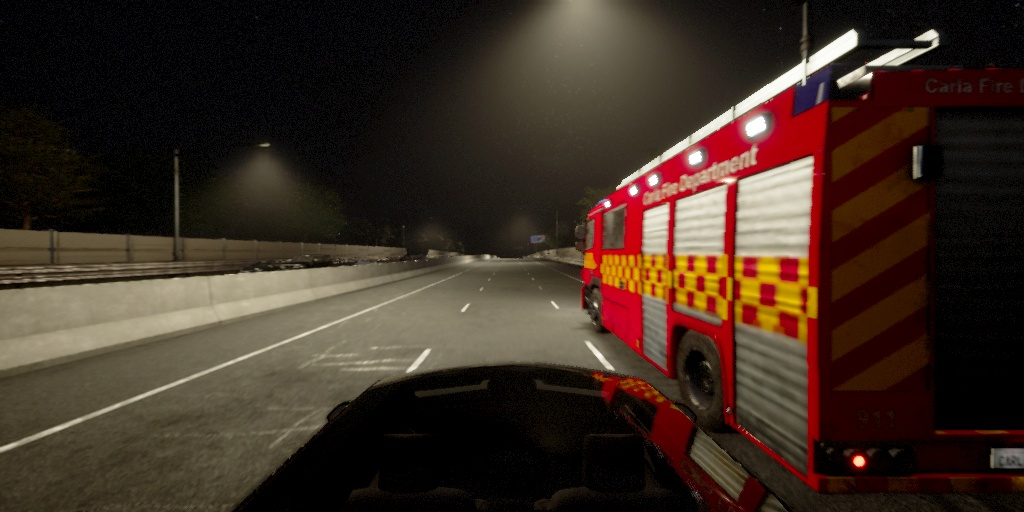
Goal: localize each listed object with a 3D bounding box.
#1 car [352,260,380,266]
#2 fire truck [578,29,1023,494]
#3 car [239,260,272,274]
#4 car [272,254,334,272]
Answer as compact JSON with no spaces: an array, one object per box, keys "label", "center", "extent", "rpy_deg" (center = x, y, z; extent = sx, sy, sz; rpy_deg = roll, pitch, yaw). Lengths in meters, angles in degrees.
[{"label":"car","center":[-14.138,1.118,34.935],"extent":[2.033,1.411,5.357],"rpy_deg":[0,1,0]},{"label":"fire truck","center":[3.499,0.108,6.550],"extent":[2.891,3.827,8.468],"rpy_deg":[0,0,0]},{"label":"car","center":[-21.124,1.124,31.038],"extent":[1.837,1.490,4.892],"rpy_deg":[0,0,0]},{"label":"car","center":[-17.625,0.839,31.034],"extent":[2.150,2.045,5.566],"rpy_deg":[0,0,0]}]
